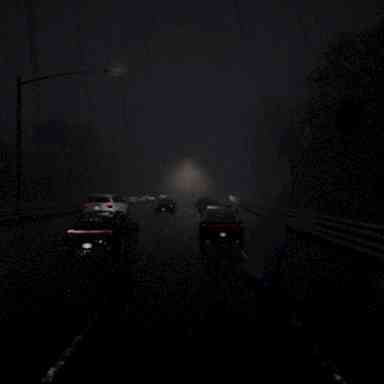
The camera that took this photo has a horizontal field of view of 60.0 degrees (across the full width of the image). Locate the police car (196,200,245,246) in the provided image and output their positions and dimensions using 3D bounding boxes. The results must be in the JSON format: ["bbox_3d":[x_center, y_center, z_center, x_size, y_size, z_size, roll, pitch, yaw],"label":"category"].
[{"bbox_3d":[1.226,1.401,15.182,1.930,1.638,5.238,0,0,1],"label":"police car"}]

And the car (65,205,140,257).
[{"bbox_3d":[-3.250,1.469,12.874,2.128,1.511,4.902,0,0,1],"label":"car"}]

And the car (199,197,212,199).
[{"bbox_3d":[1.719,1.463,30.863,1.837,1.490,4.892,0,0,2],"label":"car"}]

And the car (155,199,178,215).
[{"bbox_3d":[-2.588,1.478,33.727,1.812,1.442,4.674,0,0,2],"label":"car"}]

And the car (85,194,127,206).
[{"bbox_3d":[-6.426,1.180,25.441,2.150,2.045,5.566,0,0,2],"label":"car"}]

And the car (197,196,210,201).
[{"bbox_3d":[1.630,1.508,49.515,1.994,1.385,4.181,0,0,4],"label":"car"}]

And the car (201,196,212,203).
[{"bbox_3d":[3.008,1.498,67.241,2.033,1.411,5.357,0,0,5],"label":"car"}]
